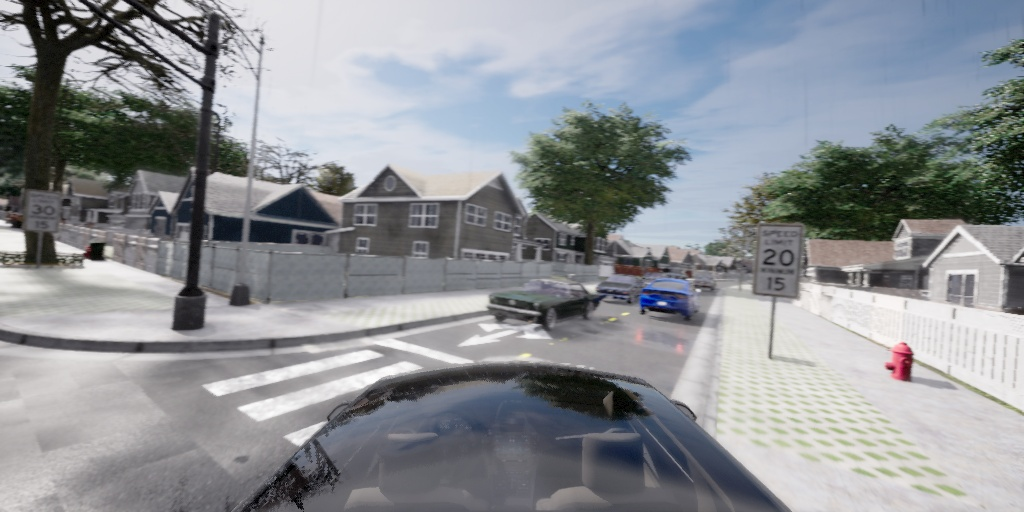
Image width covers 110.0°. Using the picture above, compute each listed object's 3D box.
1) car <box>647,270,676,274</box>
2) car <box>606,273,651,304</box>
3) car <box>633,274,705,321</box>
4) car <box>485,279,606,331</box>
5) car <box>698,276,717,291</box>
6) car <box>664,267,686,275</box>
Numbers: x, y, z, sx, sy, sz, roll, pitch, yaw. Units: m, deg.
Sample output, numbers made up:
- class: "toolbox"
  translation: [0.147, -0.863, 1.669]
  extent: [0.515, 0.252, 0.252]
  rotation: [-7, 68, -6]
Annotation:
- class: "car"
  translation: [11.323, 2.068, 28.481]
  extent: [2.128, 1.511, 4.902]
  rotation: [4, 0, 31]
- class: "car"
  translation: [6.210, 1.747, 19.974]
  extent: [2.033, 1.411, 5.357]
  rotation: [4, 0, 31]
- class: "car"
  translation: [6.927, 1.738, 15.520]
  extent: [1.882, 1.535, 5.008]
  rotation: [4, 0, 32]
- class: "car"
  translation: [1.203, 1.429, 11.602]
  extent: [1.895, 1.301, 4.718]
  rotation: [4, 0, 33]
- class: "car"
  translation: [19.807, 2.756, 36.863]
  extent: [2.033, 1.411, 5.357]
  rotation: [4, 0, 33]
- class: "car"
  translation: [16.713, 2.193, 37.270]
  extent: [2.150, 2.045, 5.566]
  rotation: [4, 0, 32]
